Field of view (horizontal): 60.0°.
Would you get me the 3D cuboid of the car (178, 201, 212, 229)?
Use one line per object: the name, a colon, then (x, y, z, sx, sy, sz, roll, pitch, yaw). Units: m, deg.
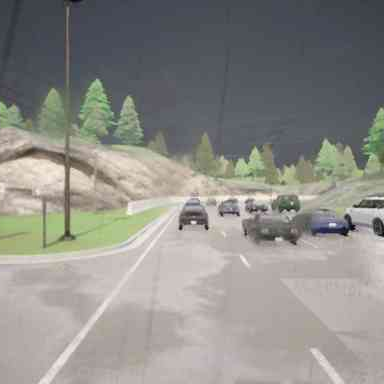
car: (0.102, 1.587, 22.222, 1.837, 1.490, 4.892, 0, 0, 0)

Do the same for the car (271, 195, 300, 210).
car: (10.602, 1.361, 37.901, 2.150, 2.045, 5.566, 0, 0, 0)

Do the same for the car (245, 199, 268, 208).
car: (7.103, 1.738, 37.234, 1.895, 1.301, 4.718, 0, 0, 0)

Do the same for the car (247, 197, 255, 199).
car: (11.992, 1.775, 67.849, 1.812, 1.442, 4.674, 0, 0, 17)

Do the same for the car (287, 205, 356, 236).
car: (7.102, 1.634, 18.793, 1.994, 1.385, 4.181, 0, 0, 0)

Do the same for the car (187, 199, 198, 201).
car: (0.102, 1.627, 40.338, 1.882, 1.535, 5.008, 0, 0, 0)

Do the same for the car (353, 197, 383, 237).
car: (10.601, 1.290, 18.591, 2.150, 2.045, 5.566, 0, 0, 0)

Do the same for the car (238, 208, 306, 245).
car: (3.601, 1.660, 15.918, 1.895, 1.301, 4.718, 0, 0, 0)

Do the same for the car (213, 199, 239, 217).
car: (3.602, 1.670, 33.249, 2.033, 1.411, 5.357, 0, 0, 0)

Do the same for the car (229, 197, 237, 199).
car: (8.369, 1.776, 67.844, 1.812, 1.442, 4.674, 0, 0, 17)

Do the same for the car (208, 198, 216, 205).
car: (3.611, 1.766, 59.213, 2.033, 1.411, 5.357, 0, 0, 4)
